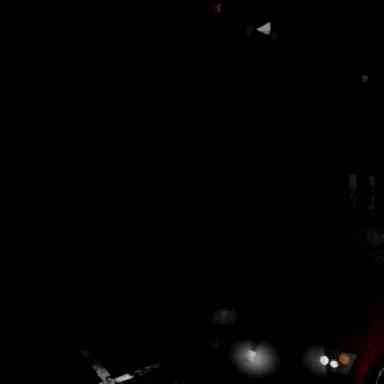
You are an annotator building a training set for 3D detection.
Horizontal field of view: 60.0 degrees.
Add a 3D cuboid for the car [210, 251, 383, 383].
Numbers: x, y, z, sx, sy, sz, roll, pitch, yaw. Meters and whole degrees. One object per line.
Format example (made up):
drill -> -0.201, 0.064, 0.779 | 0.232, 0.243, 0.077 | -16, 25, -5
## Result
car -> 2.293, 1.603, 4.698 | 4.181, 1.385, 1.994 | 1, 0, -35
